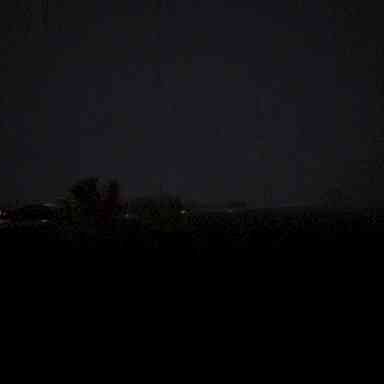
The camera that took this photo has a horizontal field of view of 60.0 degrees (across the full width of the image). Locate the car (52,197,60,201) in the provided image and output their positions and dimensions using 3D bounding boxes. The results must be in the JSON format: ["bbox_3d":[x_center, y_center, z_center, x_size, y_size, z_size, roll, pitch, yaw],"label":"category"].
[{"bbox_3d":[-12.699,1.492,33.066,2.150,2.045,5.566,-1,-1,36],"label":"car"}]

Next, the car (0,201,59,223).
[{"bbox_3d":[-12.830,1.709,27.193,2.033,1.411,5.357,-1,-1,41],"label":"car"}]

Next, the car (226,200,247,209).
[{"bbox_3d":[7.344,2.034,54.688,1.837,1.490,4.892,-1,-1,36],"label":"car"}]

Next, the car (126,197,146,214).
[{"bbox_3d":[-6.739,1.604,41.348,2.150,2.045,5.566,-1,-1,36],"label":"car"}]

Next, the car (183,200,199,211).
[{"bbox_3d":[-0.799,1.998,49.569,1.837,1.490,4.892,-1,-1,36],"label":"car"}]
